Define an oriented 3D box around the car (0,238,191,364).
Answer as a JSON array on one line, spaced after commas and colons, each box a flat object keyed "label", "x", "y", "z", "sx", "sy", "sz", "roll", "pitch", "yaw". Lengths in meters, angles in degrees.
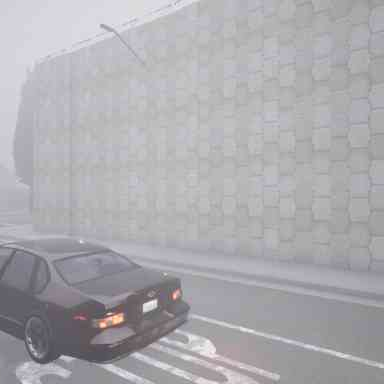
[{"label": "car", "x": -2.602, "y": 1.547, "z": 5.834, "sx": 5.357, "sy": 1.411, "sz": 2.033, "roll": 0, "pitch": 0, "yaw": 35}]
